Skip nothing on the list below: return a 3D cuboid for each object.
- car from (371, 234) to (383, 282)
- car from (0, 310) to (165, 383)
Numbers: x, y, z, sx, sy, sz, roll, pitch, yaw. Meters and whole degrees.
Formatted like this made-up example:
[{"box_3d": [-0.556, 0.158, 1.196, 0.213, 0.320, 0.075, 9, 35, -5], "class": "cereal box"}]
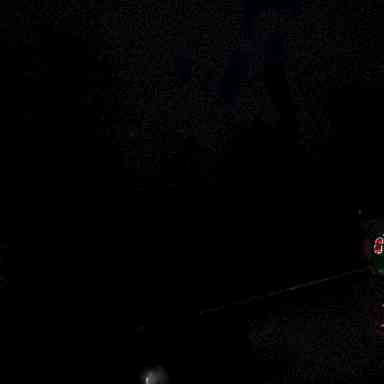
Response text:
[{"box_3d": [6.496, 1.297, 8.303, 4.553, 1.767, 2.097, 0, 0, -35], "class": "car"}, {"box_3d": [-2.440, 1.493, 1.986, 4.902, 1.511, 2.128, 0, 0, -36], "class": "car"}]
